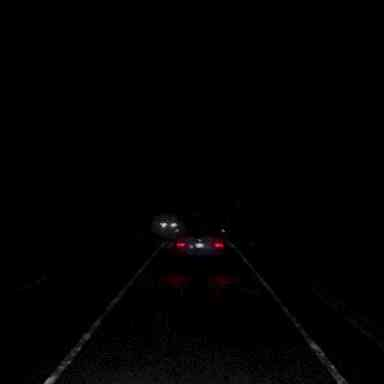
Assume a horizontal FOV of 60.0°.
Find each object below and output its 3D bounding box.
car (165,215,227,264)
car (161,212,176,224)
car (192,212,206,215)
[{"bbox_3d":[0.302,1.808,12.811,2.033,1.411,5.357,0,-2,1],"label":"car"},{"bbox_3d":[-2.792,3.267,42.279,2.033,1.411,5.357,0,-3,2],"label":"car"},{"bbox_3d":[0.699,2.782,33.929,1.882,1.535,5.008,0,-3,1],"label":"car"}]
